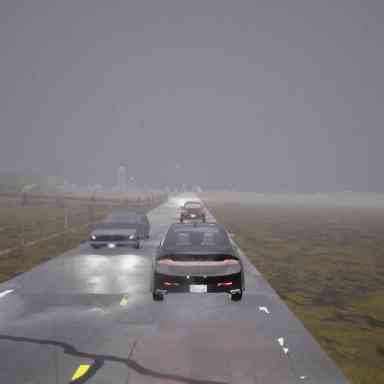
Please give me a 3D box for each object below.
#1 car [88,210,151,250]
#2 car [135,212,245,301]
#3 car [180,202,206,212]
[{"bbox_3d":[-2.868,1.526,14.534,2.033,1.411,5.357,0,0,0],"label":"car"},{"bbox_3d":[0.094,1.485,8.287,2.128,1.511,4.902,0,0,0],"label":"car"},{"bbox_3d":[0.068,1.464,25.273,1.812,1.442,4.674,0,0,0],"label":"car"}]
